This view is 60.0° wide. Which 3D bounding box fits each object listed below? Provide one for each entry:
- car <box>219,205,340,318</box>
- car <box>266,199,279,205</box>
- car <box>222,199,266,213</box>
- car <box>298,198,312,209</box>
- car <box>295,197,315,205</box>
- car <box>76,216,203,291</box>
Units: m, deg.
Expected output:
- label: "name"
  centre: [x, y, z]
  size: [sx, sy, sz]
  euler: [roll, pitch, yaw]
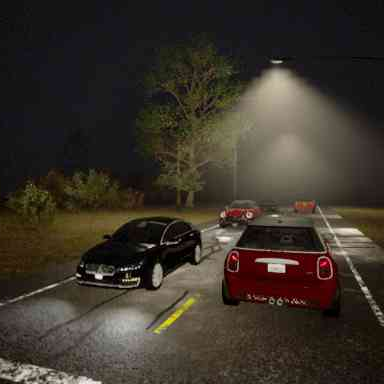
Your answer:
- label: "car"
  centre: [2.187, 1.353, 7.826]
  size: [2.097, 1.767, 4.553]
  euler: [0, 0, 19]
- label: "car"
  centre: [8.244, 1.485, 35.660]
  size: [1.882, 1.535, 5.008]
  euler: [0, 0, 20]
- label: "car"
  centre: [3.266, 1.355, 21.673]
  size: [2.097, 1.767, 4.553]
  euler: [0, 0, 20]
- label: "car"
  centre: [15.881, 1.538, 46.584]
  size: [1.812, 1.442, 4.674]
  euler: [0, 0, 19]
- label: "car"
  centre: [12.683, 1.360, 37.363]
  size: [2.097, 1.767, 4.553]
  euler: [0, 0, 20]
- label: "car"
  centre: [-1.135, 1.504, 9.273]
  size: [1.837, 1.490, 4.892]
  euler: [0, 1, 20]
